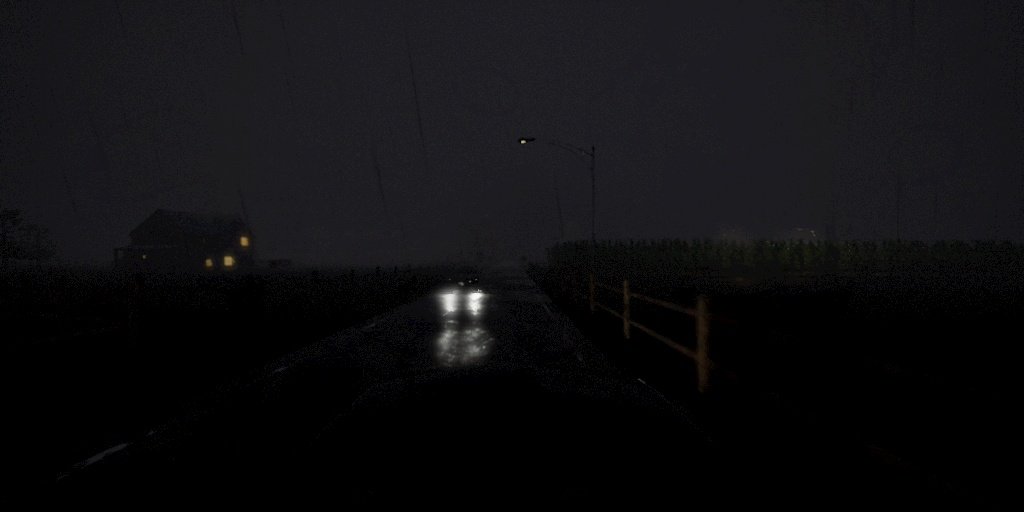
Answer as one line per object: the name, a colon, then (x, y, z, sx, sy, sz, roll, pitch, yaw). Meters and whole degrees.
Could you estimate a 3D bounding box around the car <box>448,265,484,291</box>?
car: (-2.856, 1.376, 22.938, 1.837, 1.490, 4.892, 0, 0, 0)
